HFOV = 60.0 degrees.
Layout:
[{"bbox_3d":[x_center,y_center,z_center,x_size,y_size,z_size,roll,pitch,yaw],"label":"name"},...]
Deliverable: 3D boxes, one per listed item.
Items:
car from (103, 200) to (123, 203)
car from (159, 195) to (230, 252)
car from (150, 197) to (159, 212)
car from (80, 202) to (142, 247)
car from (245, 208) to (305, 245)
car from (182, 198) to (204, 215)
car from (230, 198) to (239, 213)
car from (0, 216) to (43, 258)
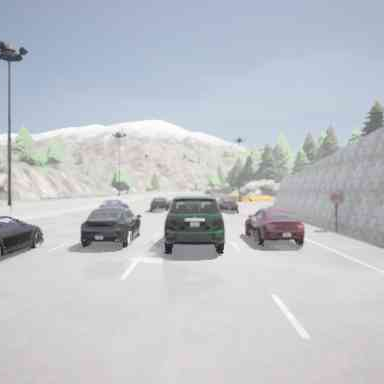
[{"bbox_3d":[-6.935,1.381,29.566,2.033,1.411,5.357,0,0,0],"label":"car"},{"bbox_3d":[0.084,1.144,13.545,2.150,2.045,5.566,0,0,0],"label":"car"},{"bbox_3d":[-3.442,1.301,36.160,1.837,1.490,4.892,0,0,0],"label":"car"},{"bbox_3d":[-3.417,1.422,14.643,1.837,1.490,4.892,0,0,0],"label":"car"},{"bbox_3d":[3.569,1.440,14.814,1.812,1.442,4.674,0,0,0],"label":"car"},{"bbox_3d":[0.061,1.360,33.183,2.033,1.411,5.357,0,0,0],"label":"car"},{"bbox_3d":[3.560,1.299,33.825,2.128,1.511,4.902,0,0,0],"label":"car"},{"bbox_3d":[-6.914,1.499,11.565,1.994,1.385,4.181,0,0,0],"label":"car"}]
